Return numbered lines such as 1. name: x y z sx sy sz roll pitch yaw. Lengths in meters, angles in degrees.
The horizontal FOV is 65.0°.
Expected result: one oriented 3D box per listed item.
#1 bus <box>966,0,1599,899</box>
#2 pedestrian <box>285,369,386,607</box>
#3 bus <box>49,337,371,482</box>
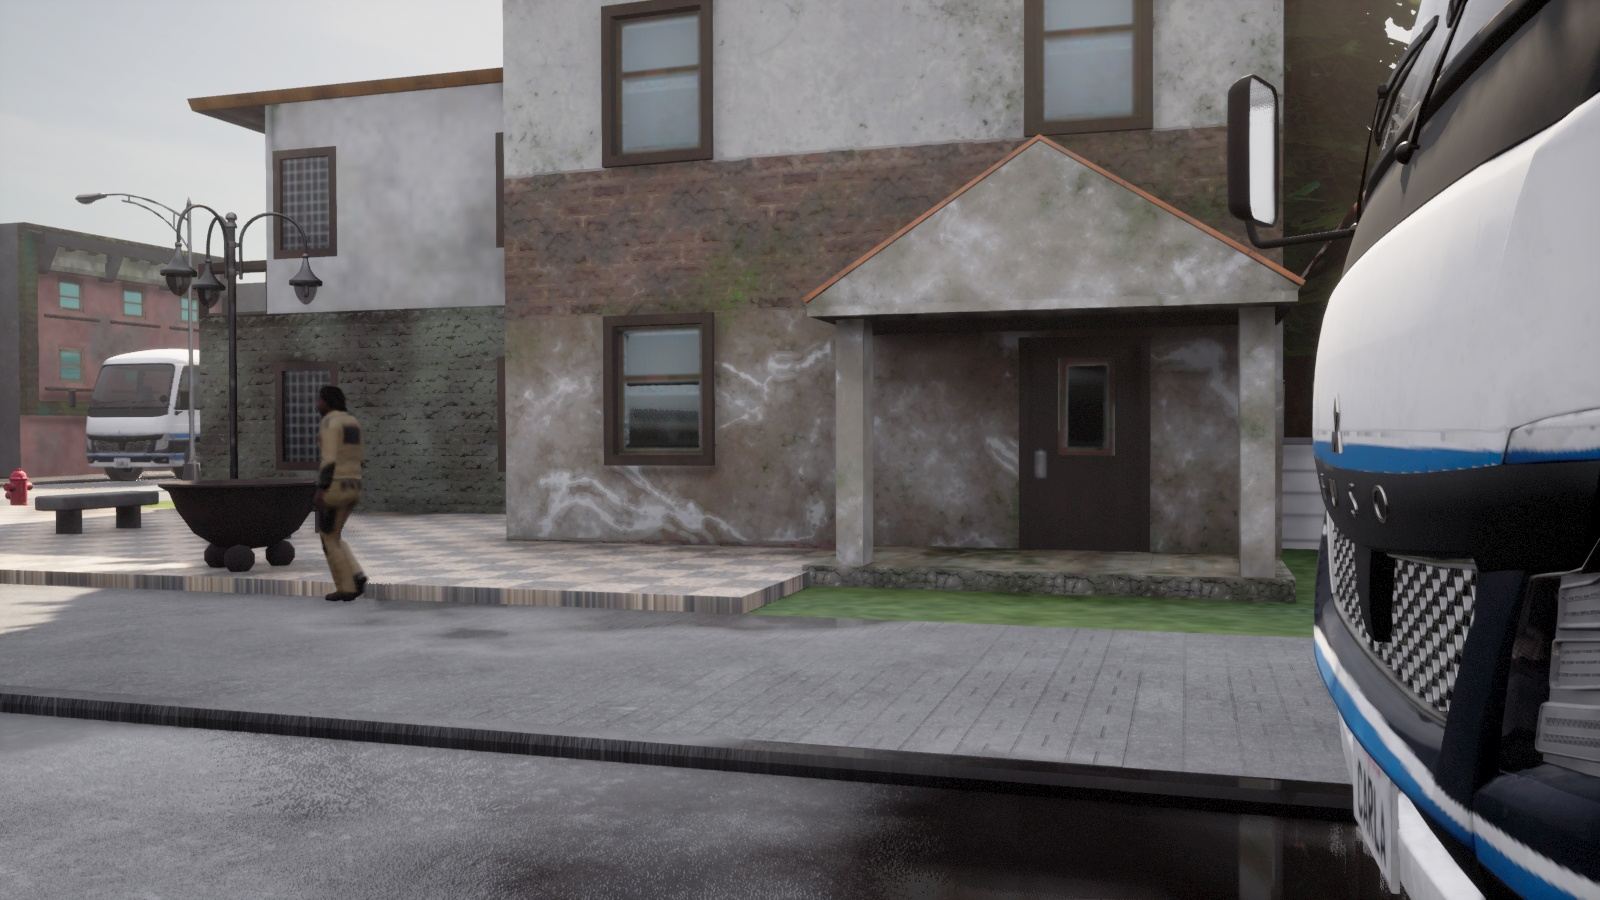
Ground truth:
1. bus: 5.679 -0.559 1.903 10.273 4.253 3.944 0 1 16
2. pedestrian: -3.869 0.304 10.477 0.692 1.930 0.396 1 1 19
3. bus: -19.312 -1.300 42.284 3.944 4.253 10.273 0 1 17
